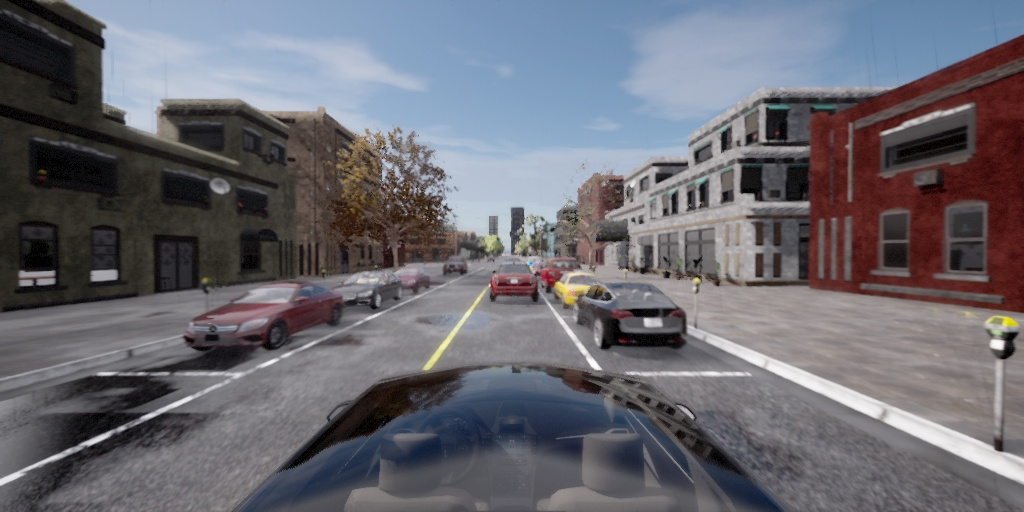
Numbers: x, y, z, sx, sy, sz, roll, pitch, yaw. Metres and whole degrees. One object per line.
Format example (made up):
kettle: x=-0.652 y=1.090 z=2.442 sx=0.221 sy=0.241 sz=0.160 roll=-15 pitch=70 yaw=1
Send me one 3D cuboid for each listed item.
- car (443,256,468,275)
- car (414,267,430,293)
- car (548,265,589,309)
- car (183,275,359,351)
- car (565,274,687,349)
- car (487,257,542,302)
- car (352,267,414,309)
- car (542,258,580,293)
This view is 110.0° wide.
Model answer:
car: x=-5.687 y=0.959 z=36.642 sx=2.192 sy=1.841 sz=5.009 roll=0 pitch=0 yaw=0
car: x=-5.687 y=1.277 z=19.997 sx=1.802 sy=1.307 sz=4.207 roll=0 pitch=0 yaw=0
car: x=2.695 y=1.237 z=14.620 sx=1.751 sy=1.417 sz=4.829 roll=0 pitch=0 yaw=0
car: x=-5.687 y=1.311 z=8.900 sx=1.802 sy=1.307 sz=4.207 roll=0 pitch=0 yaw=0
car: x=2.694 y=1.294 z=8.903 sx=1.948 sy=1.339 sz=4.313 roll=0 pitch=0 yaw=0
car: x=0.097 y=1.056 z=16.933 sx=2.097 sy=1.767 sz=4.553 roll=0 pitch=0 yaw=0
car: x=-5.687 y=1.263 z=14.448 sx=2.007 sy=1.370 sz=4.403 roll=0 pitch=0 yaw=0
car: x=2.694 y=1.009 z=19.999 sx=2.192 sy=1.841 sz=5.009 roll=0 pitch=0 yaw=0
